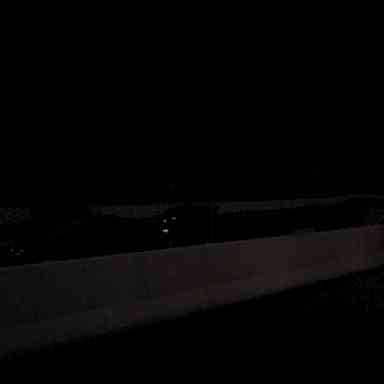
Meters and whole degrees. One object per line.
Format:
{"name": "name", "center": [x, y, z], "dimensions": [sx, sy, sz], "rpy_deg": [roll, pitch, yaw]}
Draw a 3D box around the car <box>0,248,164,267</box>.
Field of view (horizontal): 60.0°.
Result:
{"name": "car", "center": [-3.227, 1.495, 10.427], "dimensions": [5.008, 1.535, 1.882], "rpy_deg": [0, 0, -37]}
